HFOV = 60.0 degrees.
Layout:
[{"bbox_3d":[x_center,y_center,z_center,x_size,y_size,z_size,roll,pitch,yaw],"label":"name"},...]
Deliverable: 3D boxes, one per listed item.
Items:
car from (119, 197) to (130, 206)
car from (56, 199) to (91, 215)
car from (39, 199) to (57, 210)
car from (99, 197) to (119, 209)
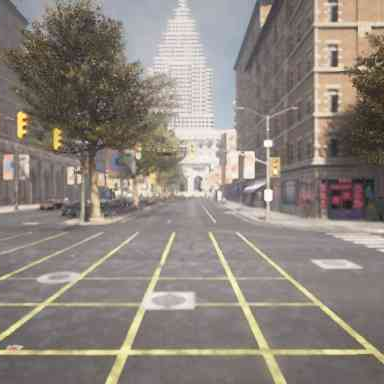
[{"bbox_3d":[-11.526,1.558,54.905,1.837,1.490,4.892,0,0,1],"label":"car"},{"bbox_3d":[-11.588,1.538,33.721,1.837,1.490,4.892,0,0,0],"label":"car"},{"bbox_3d":[-18.239,1.638,43.787,1.895,1.301,4.718,0,0,0],"label":"car"},{"bbox_3d":[-11.569,1.590,43.617,2.033,1.411,5.357,0,0,0],"label":"car"}]
